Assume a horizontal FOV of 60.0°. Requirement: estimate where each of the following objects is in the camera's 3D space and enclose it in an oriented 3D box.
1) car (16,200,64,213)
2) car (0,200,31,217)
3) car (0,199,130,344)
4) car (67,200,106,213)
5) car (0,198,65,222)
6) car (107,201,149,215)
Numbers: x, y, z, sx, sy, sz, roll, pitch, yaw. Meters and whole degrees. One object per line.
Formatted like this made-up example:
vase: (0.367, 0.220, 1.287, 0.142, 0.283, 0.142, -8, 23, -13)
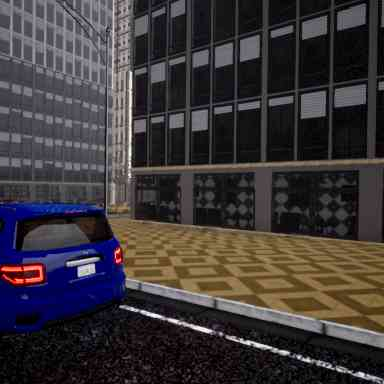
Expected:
car: (-17.660, 1.643, 38.916, 1.752, 1.417, 4.829, 1, 0, 36)
car: (-18.860, 1.616, 32.917, 1.837, 1.490, 4.892, 1, 0, 36)
car: (-3.716, 1.218, 6.333, 5.566, 2.045, 2.150, 0, 0, 35)
car: (-12.948, 1.762, 40.937, 1.994, 1.385, 4.181, 1, 0, 36)
car: (-14.162, 1.519, 29.541, 2.192, 1.841, 5.009, 1, 0, 36)
car: (-7.364, 1.830, 38.752, 1.752, 1.417, 4.829, 1, 0, 36)
